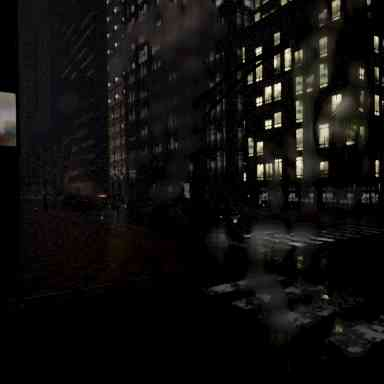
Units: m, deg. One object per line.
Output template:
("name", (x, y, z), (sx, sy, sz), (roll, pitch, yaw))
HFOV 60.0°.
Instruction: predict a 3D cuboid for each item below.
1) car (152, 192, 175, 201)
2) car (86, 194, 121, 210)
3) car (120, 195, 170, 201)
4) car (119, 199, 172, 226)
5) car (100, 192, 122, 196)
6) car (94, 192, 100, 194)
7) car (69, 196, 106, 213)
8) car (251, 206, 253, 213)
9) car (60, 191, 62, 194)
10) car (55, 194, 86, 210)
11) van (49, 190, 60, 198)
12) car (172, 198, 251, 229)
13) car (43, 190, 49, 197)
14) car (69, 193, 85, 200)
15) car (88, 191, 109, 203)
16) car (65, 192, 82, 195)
("car", (-3.688, 0.963, 38.177), (2.192, 1.841, 5.009), (-1, 1, -35))
("car", (-10.035, 1.246, 37.189), (1.812, 1.442, 4.674), (-1, 1, -35))
("car", (-4.185, 1.315, 28.689), (1.837, 1.490, 4.892), (-1, 1, -35))
("car", (-2.930, 1.455, 22.371), (2.008, 1.369, 4.403), (-1, 1, -35))
("car", (-12.007, 1.009, 51.033), (1.837, 1.490, 4.892), (-1, 1, -35))
("car", (-16.187, 1.076, 51.743), (2.033, 1.411, 5.357), (-1, 1, -34))
("car", (-10.562, 1.354, 33.390), (1.947, 1.339, 4.313), (-1, 1, -35))
("car", (3.064, 1.278, 28.322), (1.752, 1.417, 4.829), (-1, 1, -35))
("car", (-21.731, 0.946, 59.756), (1.837, 1.490, 4.892), (-1, 1, -34))
("car", (-13.766, 1.289, 38.034), (2.008, 1.369, 4.403), (-1, 1, -35))
("van", (-32.510, 0.531, 79.974), (1.690, 1.788, 3.998), (-1, 1, -35))
("car", (1.085, 1.382, 21.034), (2.128, 1.511, 4.902), (-1, 1, -34))
("car", (-35.712, 0.688, 84.621), (2.008, 1.369, 4.403), (-1, 1, -35))
("car", (-22.903, 0.889, 66.045), (1.887, 1.381, 4.507), (-1, 1, -35))
("car", (-15.992, 0.795, 56.750), (2.097, 1.767, 4.553), (-1, 1, -35))
("car", (-15.912, 1.132, 45.782), (1.837, 1.490, 4.892), (-1, 1, -34))
